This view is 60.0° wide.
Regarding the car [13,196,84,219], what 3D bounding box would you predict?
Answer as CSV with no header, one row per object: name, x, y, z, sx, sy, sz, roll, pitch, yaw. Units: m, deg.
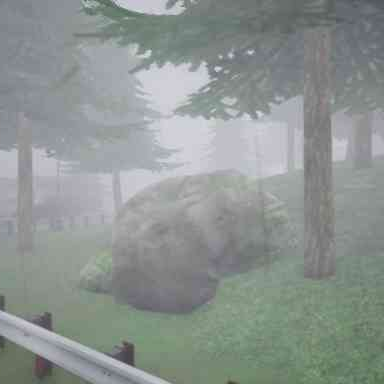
car,-11.741,1.390,27.625,2.150,2.045,5.566,-1,0,36

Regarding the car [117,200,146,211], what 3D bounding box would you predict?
car,-8.500,1.801,46.206,1.994,1.385,4.181,0,0,-43

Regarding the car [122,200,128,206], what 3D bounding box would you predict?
car,-6.711,1.681,36.314,1.837,1.490,4.892,0,0,16

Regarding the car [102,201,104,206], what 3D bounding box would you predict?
car,-17.416,1.822,57.996,5.008,1.535,1.882,-1,0,36
